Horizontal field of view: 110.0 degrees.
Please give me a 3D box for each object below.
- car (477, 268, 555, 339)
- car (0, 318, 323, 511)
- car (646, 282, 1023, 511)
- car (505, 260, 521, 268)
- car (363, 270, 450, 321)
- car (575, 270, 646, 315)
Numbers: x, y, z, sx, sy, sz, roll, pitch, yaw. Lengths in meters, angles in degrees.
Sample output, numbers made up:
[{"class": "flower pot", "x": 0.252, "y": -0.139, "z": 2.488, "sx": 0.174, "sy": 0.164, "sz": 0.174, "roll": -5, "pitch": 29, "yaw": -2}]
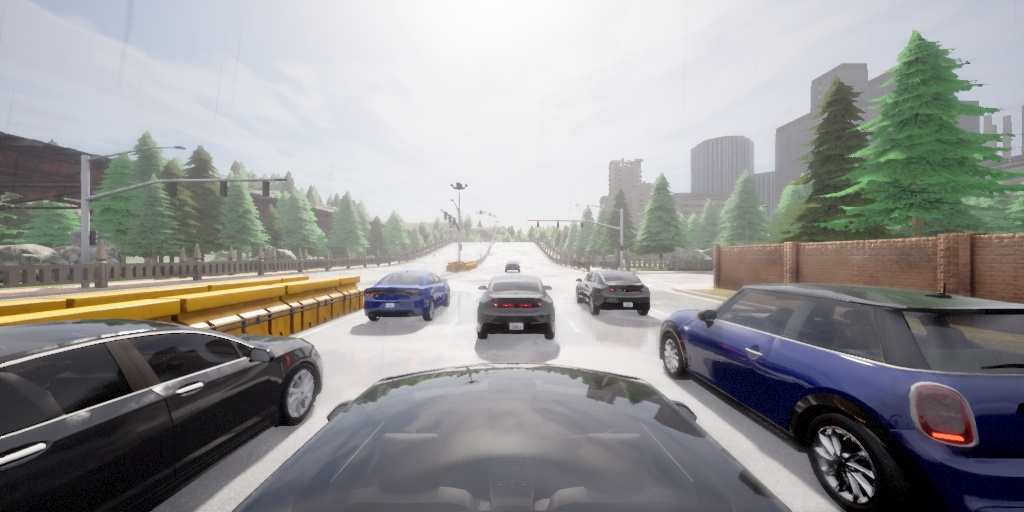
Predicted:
[{"class": "car", "x": 0.097, "y": 1.255, "z": 10.057, "sx": 1.837, "sy": 1.490, "sz": 4.892, "roll": 0, "pitch": 0, "yaw": 0}, {"class": "car", "x": -3.400, "y": 1.255, "z": 2.774, "sx": 1.837, "sy": 1.490, "sz": 4.892, "roll": 0, "pitch": 0, "yaw": 0}, {"class": "car", "x": 3.601, "y": 1.102, "z": 4.406, "sx": 2.097, "sy": 1.767, "sz": 4.553, "roll": 0, "pitch": 0, "yaw": 0}, {"class": "car", "x": 0.076, "y": 1.276, "z": 45.441, "sx": 1.812, "sy": 1.442, "sz": 4.674, "roll": 0, "pitch": 0, "yaw": 0}, {"class": "car", "x": -3.402, "y": 1.228, "z": 12.480, "sx": 1.882, "sy": 1.535, "sz": 5.008, "roll": 0, "pitch": 0, "yaw": 0}, {"class": "car", "x": 3.616, "y": 1.255, "z": 13.491, "sx": 1.837, "sy": 1.490, "sz": 4.892, "roll": 0, "pitch": 0, "yaw": 1}]
